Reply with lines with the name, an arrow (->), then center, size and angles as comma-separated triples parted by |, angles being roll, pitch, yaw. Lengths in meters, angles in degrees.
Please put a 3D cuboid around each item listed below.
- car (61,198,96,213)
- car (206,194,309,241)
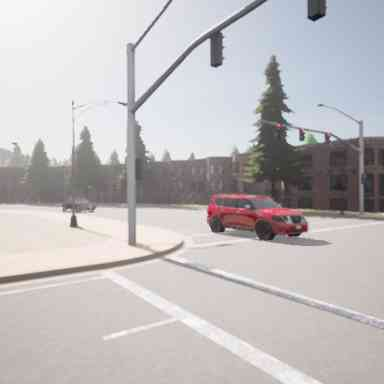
car -> -12.265, 1.380, 35.958 | 4.902, 1.511, 2.128 | 0, 0, 41
car -> 2.981, 1.155, 16.545 | 2.150, 2.045, 5.566 | 0, 0, -35
